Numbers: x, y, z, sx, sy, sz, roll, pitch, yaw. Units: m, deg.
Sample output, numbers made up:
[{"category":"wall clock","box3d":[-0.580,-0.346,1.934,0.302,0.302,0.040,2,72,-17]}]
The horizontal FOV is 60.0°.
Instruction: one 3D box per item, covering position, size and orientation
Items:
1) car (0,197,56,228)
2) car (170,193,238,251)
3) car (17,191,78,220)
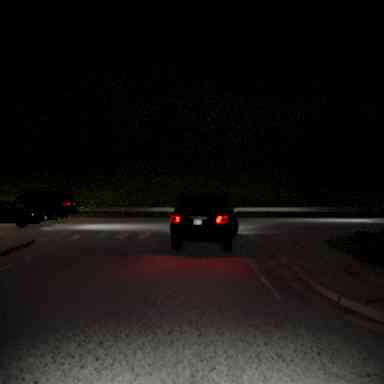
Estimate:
[{"category":"car","box3d":[-10.939,1.240,19.321,4.902,1.511,2.128,0,1,0]},{"category":"car","box3d":[0.607,1.044,13.545,2.150,2.045,5.566,0,1,9]},{"category":"car","box3d":[-10.815,0.922,23.017,5.566,2.045,2.150,0,1,0]}]
